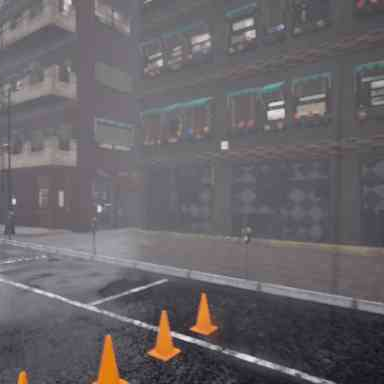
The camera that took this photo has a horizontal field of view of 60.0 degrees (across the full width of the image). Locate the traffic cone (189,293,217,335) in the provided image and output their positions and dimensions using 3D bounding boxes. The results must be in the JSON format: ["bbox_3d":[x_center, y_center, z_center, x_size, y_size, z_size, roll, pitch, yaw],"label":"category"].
[{"bbox_3d":[0.188,1.972,5.501,0.340,0.580,0.340,0,0,36],"label":"traffic cone"}]

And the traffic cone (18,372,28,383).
[{"bbox_3d":[-1.560,1.963,3.064,0.340,0.580,0.340,0,0,36],"label":"traffic cone"}]

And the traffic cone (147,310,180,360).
[{"bbox_3d":[-0.394,1.969,4.689,0.340,0.580,0.340,0,0,36],"label":"traffic cone"}]

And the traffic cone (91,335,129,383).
[{"bbox_3d":[-0.978,1.966,3.877,0.340,0.580,0.340,0,0,36],"label":"traffic cone"}]
